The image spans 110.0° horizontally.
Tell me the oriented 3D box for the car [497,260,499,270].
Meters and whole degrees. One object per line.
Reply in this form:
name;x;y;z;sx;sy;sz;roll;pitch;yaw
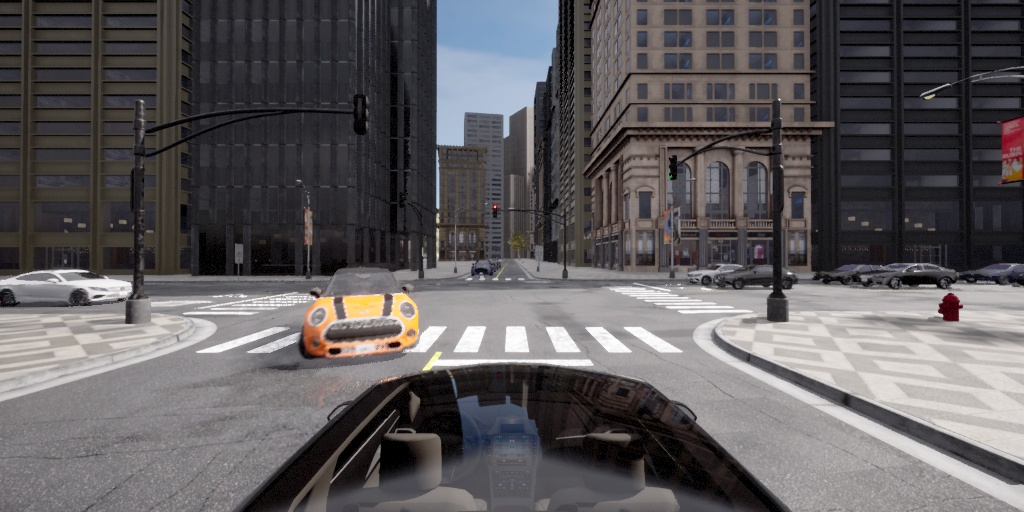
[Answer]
car;-3.058;1.378;46.399;1.994;1.385;4.181;0;0;0

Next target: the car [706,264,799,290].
car;14.702;1.240;21.716;4.674;1.442;1.812;0;0;-1

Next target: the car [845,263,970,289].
car;23.812;1.183;21.730;4.902;1.511;2.128;0;0;0

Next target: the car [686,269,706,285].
car;14.637;1.264;24.977;4.674;1.442;1.812;0;0;0

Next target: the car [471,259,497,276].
car;-3.048;1.146;37.627;2.097;1.767;4.553;0;0;0

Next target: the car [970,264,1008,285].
car;34.647;1.237;24.990;5.357;1.411;2.033;0;0;-1

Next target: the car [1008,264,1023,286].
car;33.684;1.232;21.732;4.181;1.385;1.994;0;0;0

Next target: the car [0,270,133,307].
car;-18.596;1.300;14.996;4.674;1.442;1.812;0;0;0

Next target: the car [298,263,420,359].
car;-3.547;1.082;8.615;2.097;1.767;4.553;-1;1;-23

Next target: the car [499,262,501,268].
car;-3.054;1.401;55.430;1.994;1.385;4.181;0;0;0

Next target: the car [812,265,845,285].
car;24.219;1.262;24.982;5.357;1.411;2.033;0;0;0
